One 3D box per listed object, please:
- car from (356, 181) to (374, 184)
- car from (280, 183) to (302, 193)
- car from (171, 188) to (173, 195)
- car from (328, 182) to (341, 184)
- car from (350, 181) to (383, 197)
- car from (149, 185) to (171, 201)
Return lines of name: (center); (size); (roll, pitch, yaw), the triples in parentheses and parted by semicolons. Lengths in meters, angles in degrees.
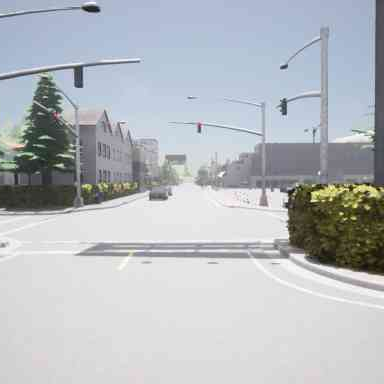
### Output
car: (18.922, -0.184, 34.310); (1.905, 1.878, 3.866); (-1, 2, -1)
car: (15.125, -0.545, 52.157); (2.007, 1.523, 4.514); (-1, 2, -1)
car: (-3.868, -0.220, 48.494); (2.128, 1.511, 4.902); (-1, 2, 0)
car: (25.143, -1.052, 59.598); (2.152, 1.636, 5.027); (-1, 2, -1)
car: (22.145, -0.472, 42.199); (1.932, 1.855, 4.605); (-1, 2, -1)
car: (-3.822, 0.119, 38.364); (1.882, 1.535, 5.008); (-1, 2, 0)
